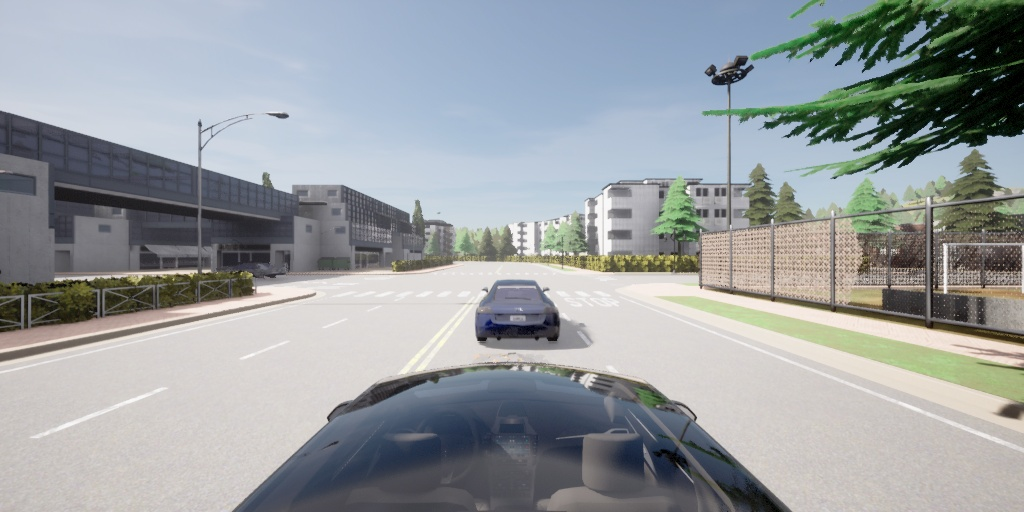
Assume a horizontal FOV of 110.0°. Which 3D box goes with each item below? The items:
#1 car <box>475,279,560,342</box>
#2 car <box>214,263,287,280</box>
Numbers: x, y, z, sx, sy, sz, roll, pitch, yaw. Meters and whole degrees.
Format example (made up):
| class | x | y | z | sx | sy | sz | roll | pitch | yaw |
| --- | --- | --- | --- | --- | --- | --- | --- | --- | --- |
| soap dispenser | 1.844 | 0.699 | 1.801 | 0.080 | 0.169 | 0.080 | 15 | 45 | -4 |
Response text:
| class | x | y | z | sx | sy | sz | roll | pitch | yaw |
| --- | --- | --- | --- | --- | --- | --- | --- | --- | --- |
| car | 0.106 | 1.314 | 9.761 | 1.994 | 1.385 | 4.181 | 0 | 0 | -1 |
| car | -22.592 | 1.297 | 30.999 | 5.357 | 1.411 | 2.033 | 0 | 0 | -1 |
